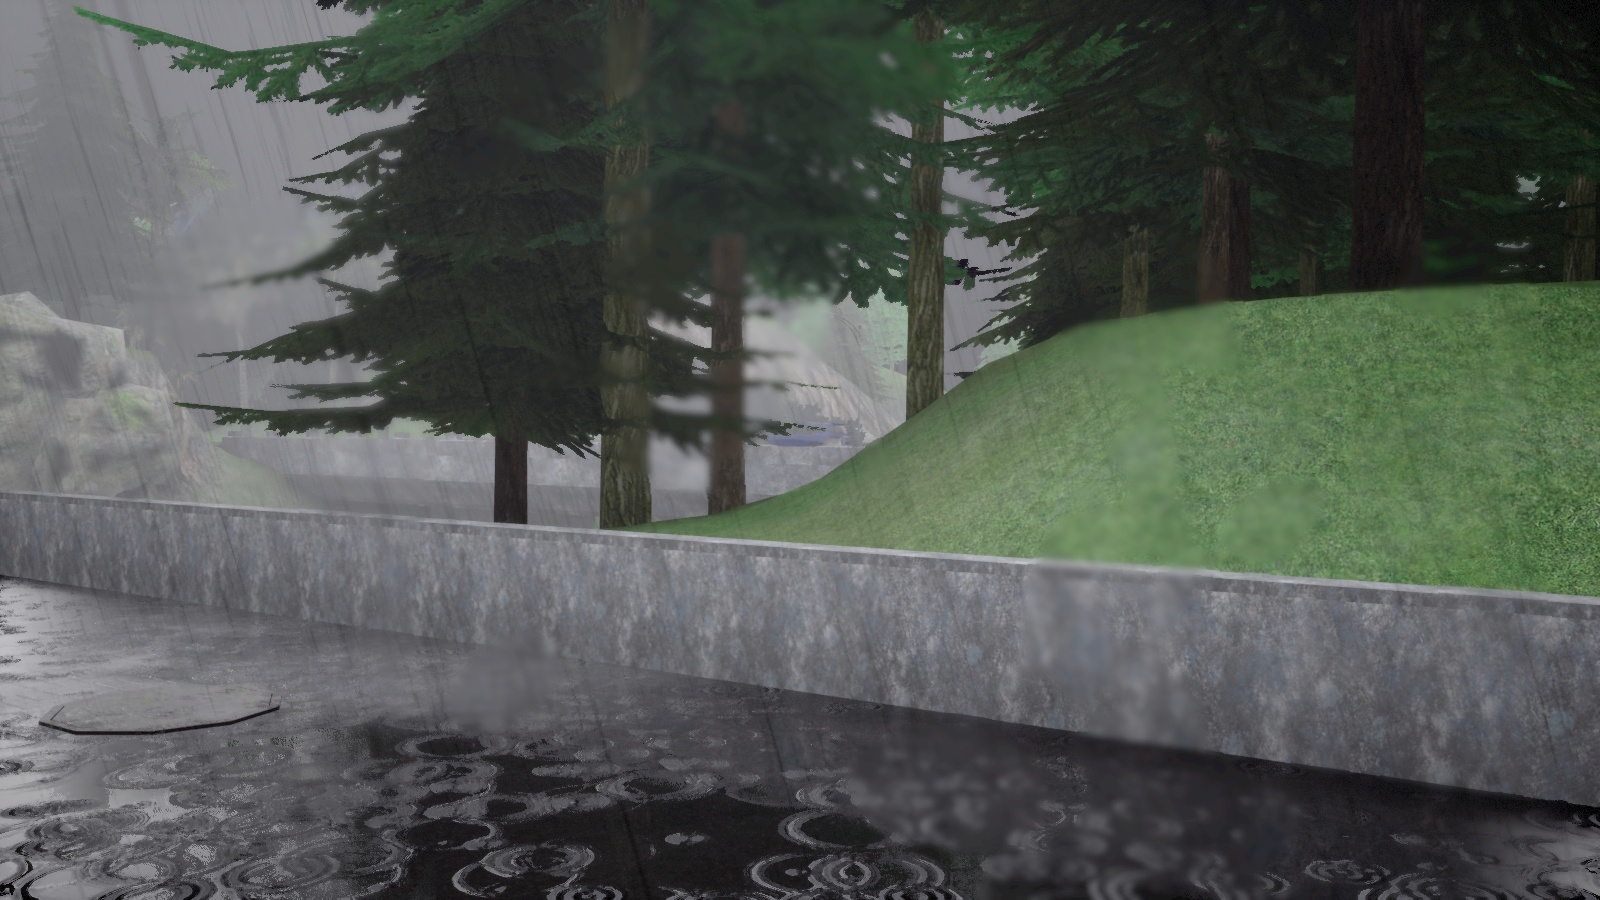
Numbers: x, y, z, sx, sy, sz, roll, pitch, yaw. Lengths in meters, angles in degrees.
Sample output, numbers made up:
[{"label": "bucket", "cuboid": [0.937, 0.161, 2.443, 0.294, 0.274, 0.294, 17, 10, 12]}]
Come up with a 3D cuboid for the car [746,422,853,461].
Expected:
[{"label": "car", "cuboid": [-0.080, -0.483, 68.531, 5.566, 2.045, 2.150, 0, 1, 34]}]
